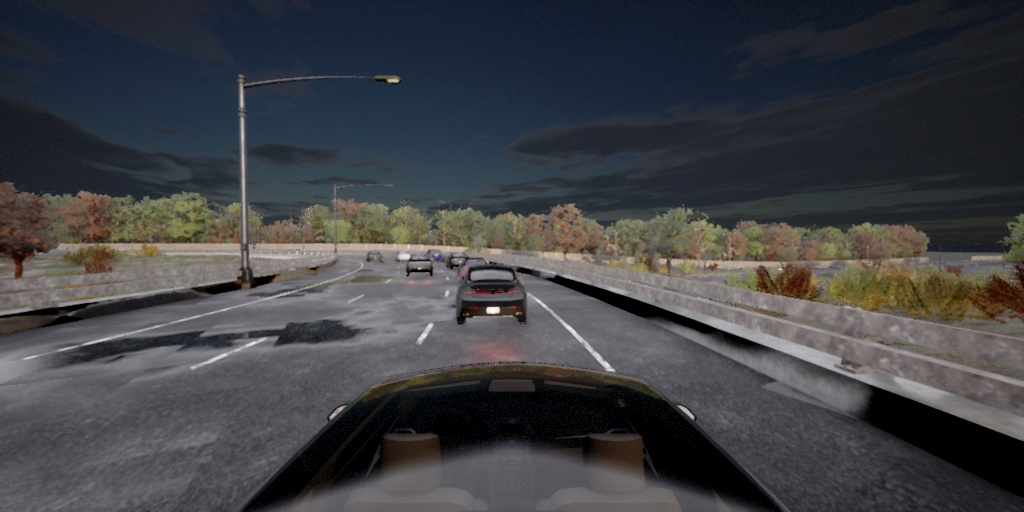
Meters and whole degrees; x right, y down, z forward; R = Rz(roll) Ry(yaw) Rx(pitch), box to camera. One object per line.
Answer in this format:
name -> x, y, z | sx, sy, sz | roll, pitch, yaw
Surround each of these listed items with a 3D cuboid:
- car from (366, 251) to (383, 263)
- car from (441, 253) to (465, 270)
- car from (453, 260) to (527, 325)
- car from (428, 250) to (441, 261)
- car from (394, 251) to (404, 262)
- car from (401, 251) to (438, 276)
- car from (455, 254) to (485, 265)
car -> -18.614, 0.049, 48.353 | 2.128, 1.511, 4.902 | -1, 1, -27
car -> -5.125, 0.416, 33.571 | 2.128, 1.511, 4.902 | 0, 2, -16
car -> -0.671, 1.012, 10.914 | 1.837, 1.490, 4.892 | 0, 1, -5
car -> -10.511, -0.083, 47.606 | 2.097, 1.767, 4.553 | -1, 2, -24
car -> -14.731, 0.077, 48.414 | 1.812, 1.442, 4.674 | -1, 1, -26
car -> -6.842, 0.597, 26.747 | 2.128, 1.511, 4.902 | 0, 2, -14
car -> -2.325, 0.780, 22.247 | 1.994, 1.385, 4.181 | 0, 2, -11
